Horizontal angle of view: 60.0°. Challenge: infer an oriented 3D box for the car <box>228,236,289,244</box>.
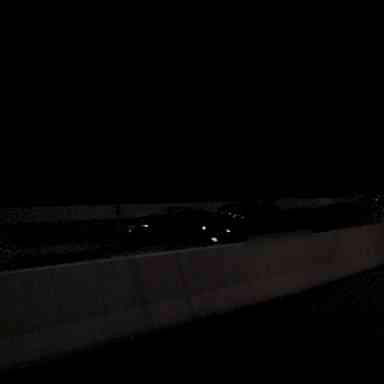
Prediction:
[{"bbox_3d":[2.649,1.594,14.671,4.718,1.301,1.895,0,0,-37],"label":"car"}]
